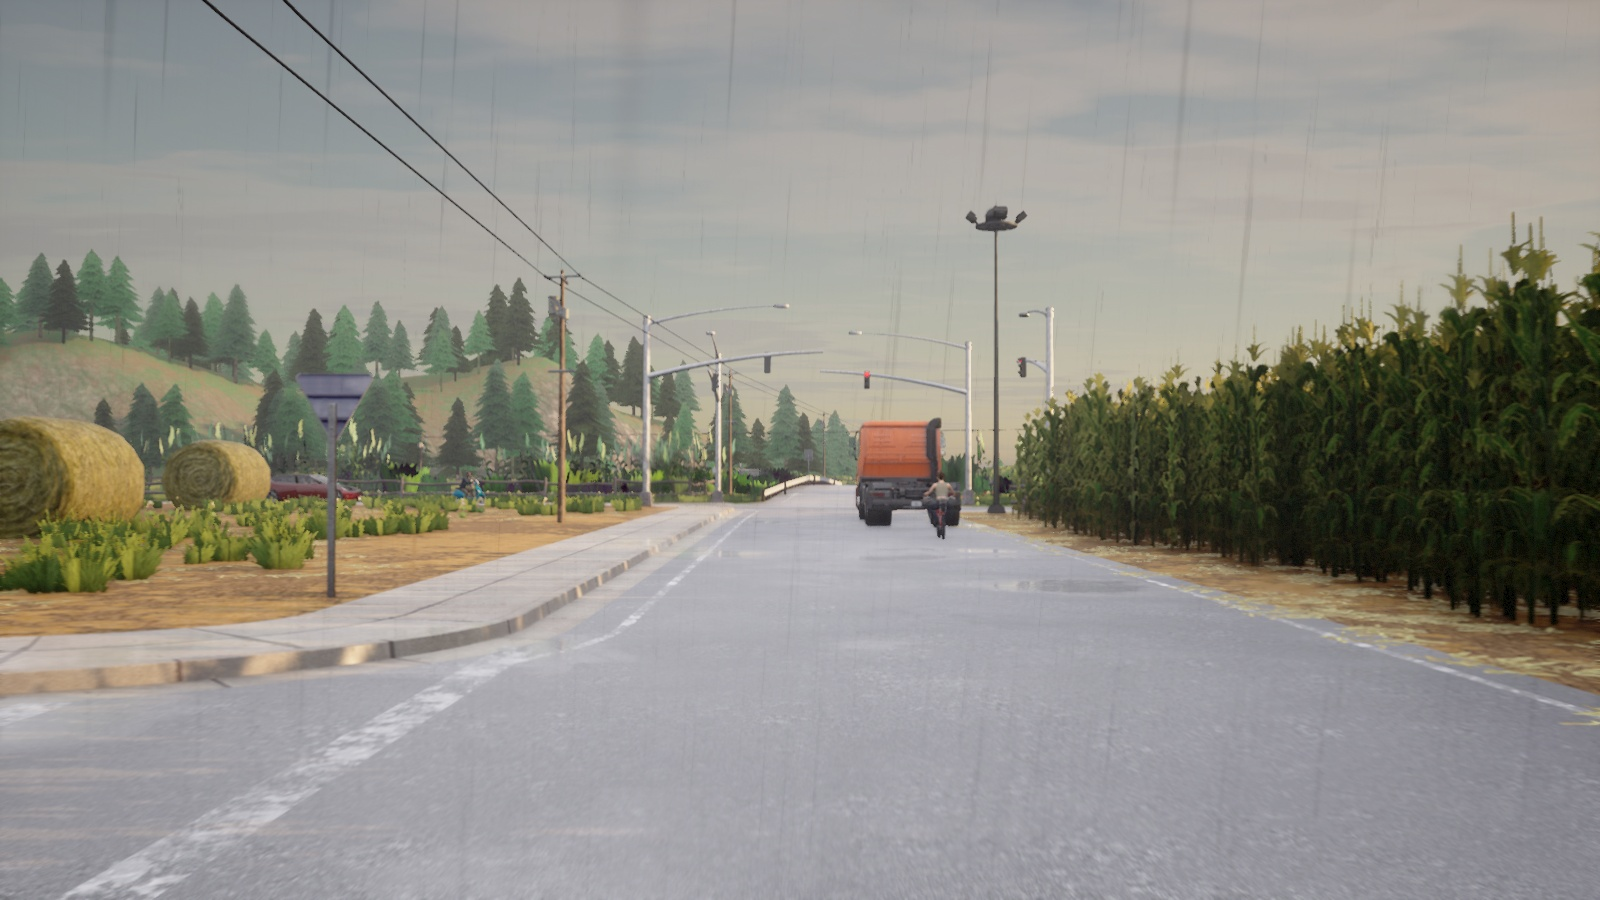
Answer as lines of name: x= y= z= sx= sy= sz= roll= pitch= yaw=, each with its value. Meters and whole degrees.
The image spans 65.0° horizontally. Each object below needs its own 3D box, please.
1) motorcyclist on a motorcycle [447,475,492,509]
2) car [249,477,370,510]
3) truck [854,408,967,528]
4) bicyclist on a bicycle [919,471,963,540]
motorcyclist on a motorcycle: x=-15.387 y=1.946 z=58.466 sx=1.817 sy=1.590 sz=0.866 roll=0 pitch=-1 yaw=3
car: x=-22.944 y=2.042 z=58.831 sx=4.792 sy=1.488 sz=2.163 roll=0 pitch=-1 yaw=3
truck: x=3.387 y=0.598 z=40.528 sx=2.891 sy=3.462 sz=7.936 roll=0 pitch=-1 yaw=0
bicyclist on a bicycle: x=3.408 y=1.324 z=30.434 sx=0.866 sy=1.612 sz=1.509 roll=0 pitch=-1 yaw=0
